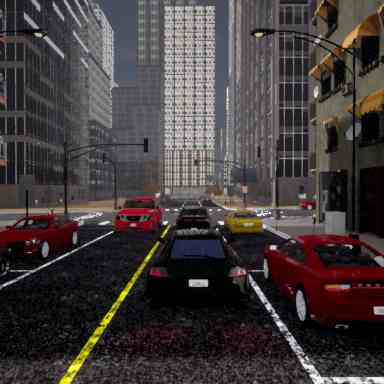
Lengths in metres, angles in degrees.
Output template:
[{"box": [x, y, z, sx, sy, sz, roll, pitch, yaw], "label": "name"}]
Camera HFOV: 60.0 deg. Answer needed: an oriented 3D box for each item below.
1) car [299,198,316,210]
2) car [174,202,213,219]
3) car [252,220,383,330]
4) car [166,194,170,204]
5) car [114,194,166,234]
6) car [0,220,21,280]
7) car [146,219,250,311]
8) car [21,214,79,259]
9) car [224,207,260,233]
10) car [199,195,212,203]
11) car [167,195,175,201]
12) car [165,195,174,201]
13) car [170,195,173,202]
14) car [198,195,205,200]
[{"box": [14.273, 1.256, 37.104, 4.507, 1.381, 1.887, -1, 1, 0], "label": "car"}, {"box": [0.087, 1.503, 17.807, 1.837, 1.490, 4.892, 0, 0, -1], "label": "car"}, {"box": [2.686, 1.544, 6.940, 1.887, 1.381, 4.507, -1, 0, 0], "label": "car"}, {"box": [-5.663, 1.542, 61.519, 1.887, 1.381, 4.507, -1, 0, 0], "label": "car"}, {"box": [-2.989, 1.325, 19.694, 2.150, 2.045, 5.566, 0, 0, 0], "label": "car"}, {"box": [-5.696, 1.439, 6.958, 1.967, 1.590, 4.097, -1, 0, 0], "label": "car"}, {"box": [0.107, 1.563, 7.823, 1.994, 1.385, 4.181, 0, 0, 0], "label": "car"}, {"box": [-5.692, 1.543, 12.482, 1.887, 1.381, 4.507, -1, 0, 0], "label": "car"}, {"box": [2.692, 1.523, 18.156, 1.752, 1.417, 4.829, -1, 0, 0], "label": "car"}, {"box": [2.716, 1.437, 61.513, 1.967, 1.590, 4.097, -1, 0, 0], "label": "car"}, {"box": [-5.646, 1.544, 89.316, 1.887, 1.381, 4.507, -1, 0, 0], "label": "car"}, {"box": [-5.650, 1.524, 83.587, 1.752, 1.417, 4.829, -1, 0, 0], "label": "car"}, {"box": [-5.661, 1.313, 67.079, 2.192, 1.841, 5.009, -1, 0, 0], "label": "car"}, {"box": [2.738, 1.582, 94.870, 1.802, 1.307, 4.206, -1, 0, 0], "label": "car"}]
